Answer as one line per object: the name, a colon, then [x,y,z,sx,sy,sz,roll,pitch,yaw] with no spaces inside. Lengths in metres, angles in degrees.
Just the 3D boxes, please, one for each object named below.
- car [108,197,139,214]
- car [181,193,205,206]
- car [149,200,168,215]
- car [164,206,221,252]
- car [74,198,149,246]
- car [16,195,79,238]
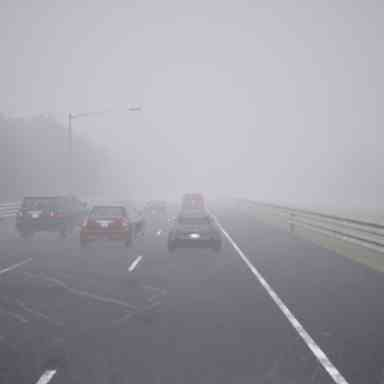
car: [-6.899,1.333,33.927,2.128,1.511,4.902,1,0,0]
car: [0.099,1.087,33.019,2.150,2.045,5.566,0,0,0]
car: [-3.396,1.454,32.328,1.895,1.301,4.718,1,0,0]
car: [0.096,1.502,13.677,1.994,1.385,4.181,0,0,0]
car: [-3.405,1.285,15.062,2.097,1.767,4.553,0,0,0]
car: [-6.904,1.144,17.281,2.150,2.045,5.566,0,0,0]
